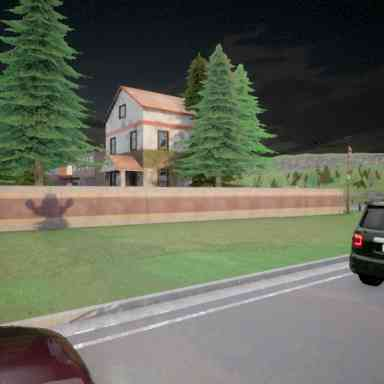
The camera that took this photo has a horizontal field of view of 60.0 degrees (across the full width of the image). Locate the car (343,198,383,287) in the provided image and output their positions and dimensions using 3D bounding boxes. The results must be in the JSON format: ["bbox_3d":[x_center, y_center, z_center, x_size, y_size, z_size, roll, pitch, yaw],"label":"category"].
[{"bbox_3d":[6.113,1.221,8.137,5.566,2.045,2.150,0,0,-35],"label":"car"}]

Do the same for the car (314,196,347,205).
[{"bbox_3d":[24.266,1.490,58.380,2.128,1.511,4.902,0,0,-36],"label":"car"}]

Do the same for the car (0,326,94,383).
[{"bbox_3d":[-2.674,1.564,1.964,4.181,1.385,1.994,0,0,-34],"label":"car"}]

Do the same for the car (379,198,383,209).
[{"bbox_3d":[27.010,1.504,42.703,1.837,1.490,4.892,0,0,-37],"label":"car"}]

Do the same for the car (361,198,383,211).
[{"bbox_3d":[23.878,1.491,41.033,2.128,1.511,4.902,0,0,-36],"label":"car"}]
